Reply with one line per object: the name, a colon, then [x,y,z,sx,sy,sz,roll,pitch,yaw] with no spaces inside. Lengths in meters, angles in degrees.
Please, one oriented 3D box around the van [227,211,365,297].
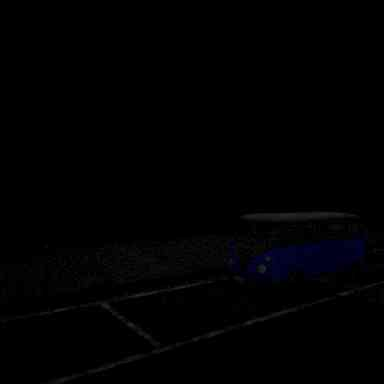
van: [2.738,1.409,8.491,3.998,1.788,1.690,1,-1,-35]
